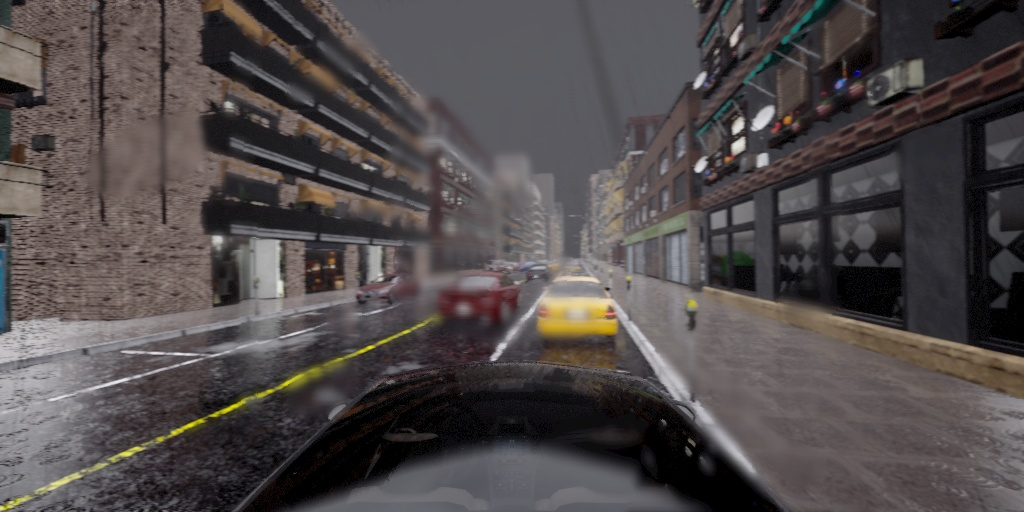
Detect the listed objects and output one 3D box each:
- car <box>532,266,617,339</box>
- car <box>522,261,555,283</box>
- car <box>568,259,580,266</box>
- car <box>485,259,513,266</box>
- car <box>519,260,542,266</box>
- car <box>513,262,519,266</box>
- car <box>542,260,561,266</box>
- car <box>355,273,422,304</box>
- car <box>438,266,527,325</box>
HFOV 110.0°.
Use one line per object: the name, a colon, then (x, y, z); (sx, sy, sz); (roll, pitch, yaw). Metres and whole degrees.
car: (1.856, 1.224, 10.154); (1.801, 1.575, 5.366); (-1, 0, 10)
car: (2.285, 1.390, 29.419); (1.812, 1.442, 4.674); (-1, 0, 10)
car: (6.544, 1.370, 38.252); (1.751, 1.417, 4.829); (0, 0, 10)
car: (-1.728, 1.297, 39.597); (2.192, 1.841, 5.009); (0, 0, 10)
car: (2.296, 1.435, 46.894); (1.882, 1.535, 5.008); (-1, 0, 11)
car: (-0.714, 1.435, 45.141); (1.967, 1.591, 4.097); (0, 0, 10)
car: (5.395, 1.365, 46.973); (1.801, 1.575, 5.366); (-1, 0, 10)
car: (-5.789, 1.509, 17.420); (1.802, 1.307, 4.207); (0, 0, 10)
car: (-0.865, 1.299, 12.226); (1.882, 1.535, 5.008); (-1, 0, 10)
